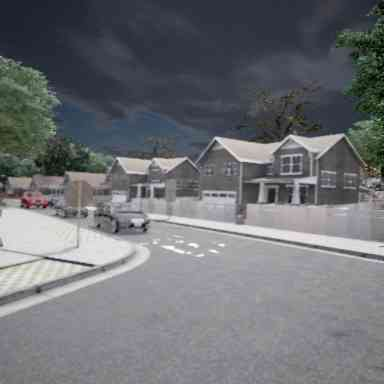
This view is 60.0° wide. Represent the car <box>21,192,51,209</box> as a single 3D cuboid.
[{"bbox_3d":[-19.534,1.017,41.008,2.150,2.045,5.566,2,-1,-36],"label":"car"}]

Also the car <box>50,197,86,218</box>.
[{"bbox_3d":[-10.030,1.326,27.553,1.837,1.490,4.892,2,0,-34],"label":"car"}]

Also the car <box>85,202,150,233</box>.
[{"bbox_3d":[-3.978,1.332,18.420,2.128,1.511,4.902,2,-1,-33],"label":"car"}]

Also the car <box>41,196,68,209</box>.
[{"bbox_3d":[-18.332,1.368,44.235,2.128,1.511,4.902,2,-1,-37],"label":"car"}]
